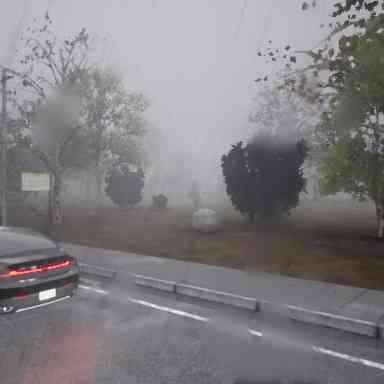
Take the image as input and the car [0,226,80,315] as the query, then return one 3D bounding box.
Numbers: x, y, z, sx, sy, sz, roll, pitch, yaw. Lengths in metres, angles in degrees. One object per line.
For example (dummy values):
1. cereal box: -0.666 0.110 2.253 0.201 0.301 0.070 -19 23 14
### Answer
1. car: -4.402 1.504 7.135 4.892 1.490 1.837 0 0 37
